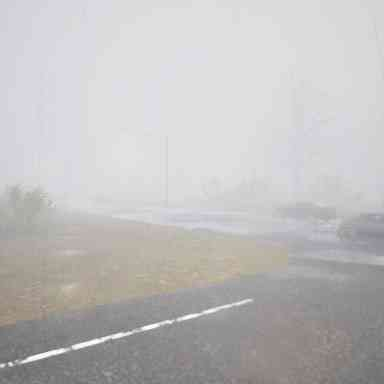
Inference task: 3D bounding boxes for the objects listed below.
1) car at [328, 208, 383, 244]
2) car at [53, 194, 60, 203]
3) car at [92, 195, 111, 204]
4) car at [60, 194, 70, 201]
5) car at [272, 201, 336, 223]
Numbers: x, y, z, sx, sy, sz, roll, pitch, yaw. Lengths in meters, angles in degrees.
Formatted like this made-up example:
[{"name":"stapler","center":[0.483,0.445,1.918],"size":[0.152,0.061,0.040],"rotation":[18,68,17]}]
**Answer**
[{"name":"car","center":[8.320,1.551,13.917],"size":[1.994,1.385,4.181],"rotation":[0,0,-37]},{"name":"car","center":[-25.421,1.251,58.586],"size":[2.033,1.411,5.357],"rotation":[0,0,-34]},{"name":"car","center":[-15.554,1.241,56.905],"size":[1.837,1.490,4.892],"rotation":[0,0,-37]},{"name":"car","center":[-28.770,1.079,74.288],"size":[1.882,1.535,5.008],"rotation":[0,0,-37]},{"name":"car","center":[8.422,1.409,25.368],"size":[1.882,1.535,5.008],"rotation":[0,0,-37]}]
